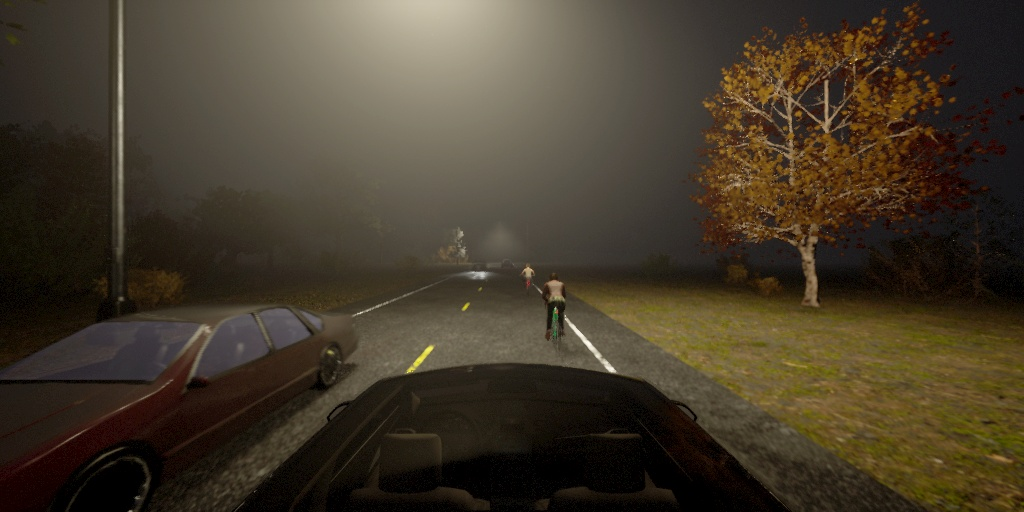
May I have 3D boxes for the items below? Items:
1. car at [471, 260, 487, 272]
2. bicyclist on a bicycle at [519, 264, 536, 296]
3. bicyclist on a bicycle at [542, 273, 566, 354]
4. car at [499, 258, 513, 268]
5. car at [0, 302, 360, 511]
[{"bbox_3d":[-4.255,1.229,47.332,2.128,1.511,4.902,0,0,-1],"label":"car"},{"bbox_3d":[0.810,1.183,18.257,0.866,1.612,1.509,0,0,0],"label":"bicyclist on a bicycle"},{"bbox_3d":[0.935,1.202,7.844,0.582,1.620,1.656,0,0,0],"label":"bicyclist on a bicycle"},{"bbox_3d":[-0.837,1.256,61.146,1.812,1.442,4.674,0,0,-1],"label":"car"},{"bbox_3d":[-3.609,1.297,4.074,2.033,1.411,5.357,0,0,0],"label":"car"}]
